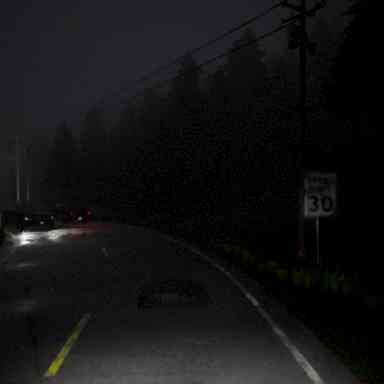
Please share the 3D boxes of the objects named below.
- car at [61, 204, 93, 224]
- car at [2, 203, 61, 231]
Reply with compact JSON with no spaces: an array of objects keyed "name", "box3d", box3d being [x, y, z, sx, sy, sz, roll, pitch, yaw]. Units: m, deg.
[{"name":"car","box3d":[-9.119,1.484,23.969,4.718,1.301,1.895,0,0,45]},{"name":"car","box3d":[-9.953,1.428,20.052,4.674,1.442,1.812,0,0,45]}]
